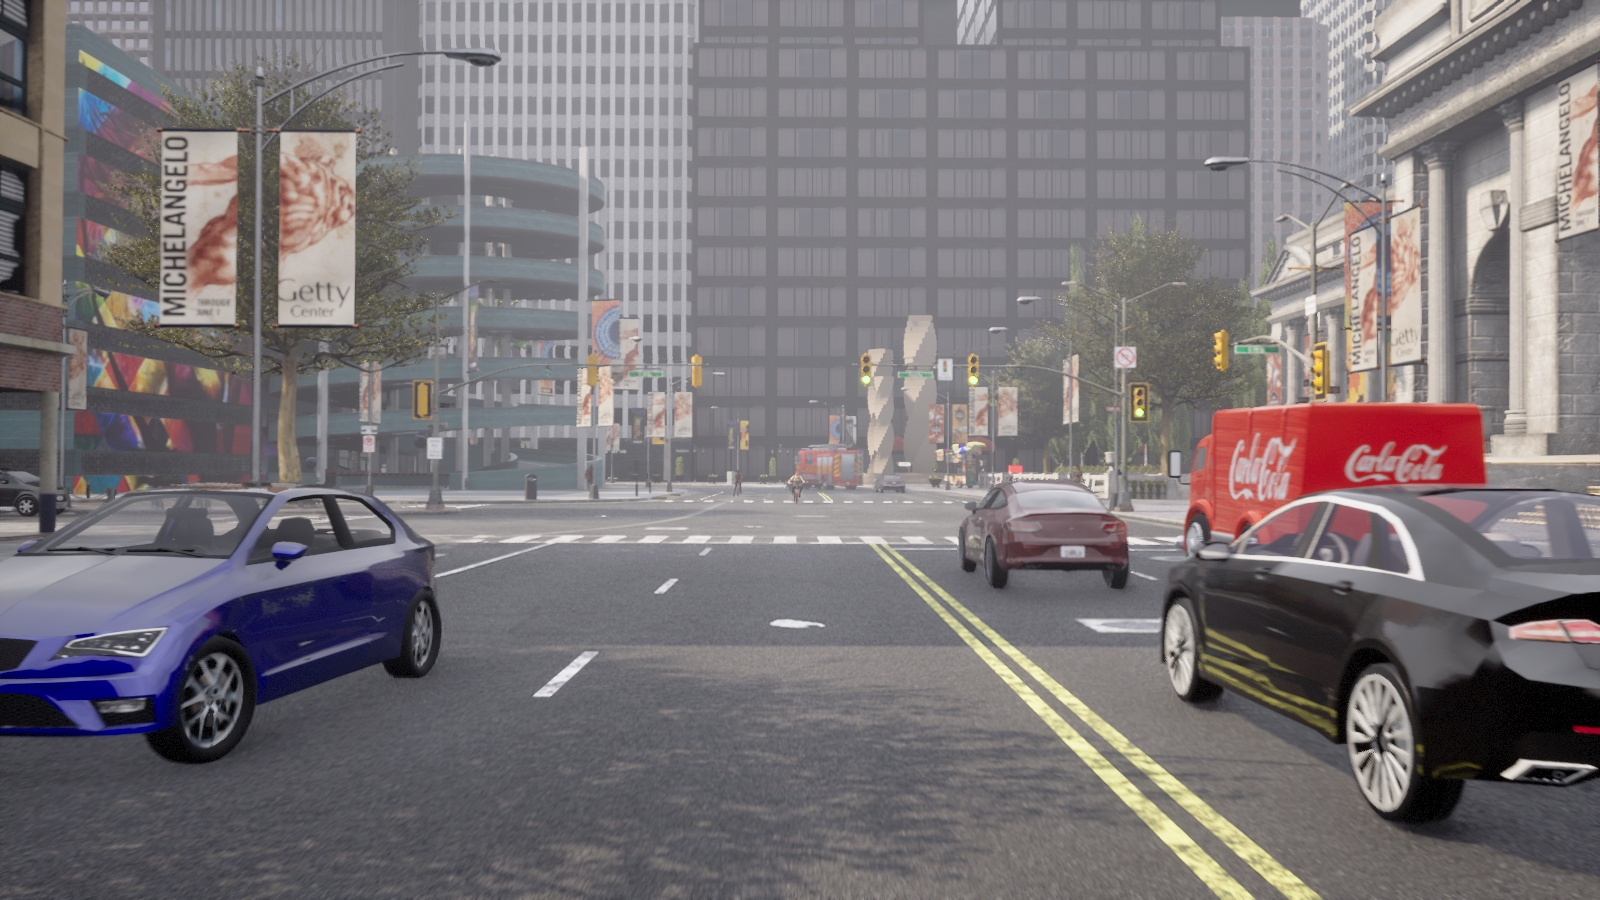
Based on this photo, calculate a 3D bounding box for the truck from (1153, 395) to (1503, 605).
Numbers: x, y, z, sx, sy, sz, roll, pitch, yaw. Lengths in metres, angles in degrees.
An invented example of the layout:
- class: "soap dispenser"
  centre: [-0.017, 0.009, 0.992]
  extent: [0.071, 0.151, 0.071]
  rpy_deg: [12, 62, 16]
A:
- class: "truck"
  centre: [6.958, 0.601, 17.402]
  extent: [2.627, 2.467, 5.204]
  rpy_deg: [0, 0, 0]

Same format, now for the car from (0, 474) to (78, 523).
- class: "car"
  centre: [-25.936, 1.583, 40.965]
  extent: [3.705, 1.549, 1.789]
  rpy_deg: [0, -1, 0]

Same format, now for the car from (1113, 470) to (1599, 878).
- class: "car"
  centre: [3.489, 0.878, 7.171]
  extent: [2.128, 1.511, 4.902]
  rpy_deg: [0, -1, 0]

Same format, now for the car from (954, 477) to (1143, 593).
- class: "car"
  centre: [3.456, 1.134, 18.350]
  extent: [1.812, 1.442, 4.674]
  rpy_deg: [0, -1, 0]

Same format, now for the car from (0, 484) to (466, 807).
- class: "car"
  centre: [-3.815, 0.979, 8.104]
  extent: [1.816, 1.474, 4.193]
  rpy_deg: [0, -1, 6]

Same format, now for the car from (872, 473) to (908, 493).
- class: "car"
  centre: [6.576, 2.380, 92.259]
  extent: [2.033, 1.411, 5.357]
  rpy_deg: [0, -1, -3]
